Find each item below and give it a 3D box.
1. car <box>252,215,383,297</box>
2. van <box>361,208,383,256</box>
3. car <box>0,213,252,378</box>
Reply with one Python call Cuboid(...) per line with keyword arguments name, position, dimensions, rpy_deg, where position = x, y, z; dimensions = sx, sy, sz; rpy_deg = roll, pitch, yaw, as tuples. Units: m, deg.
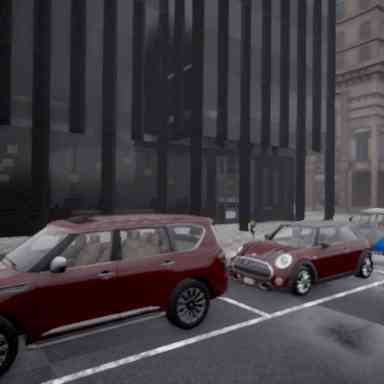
Cuboid(name="car", position=(2.915, 1.509, 8.725), dimensions=(4.097, 1.590, 1.967), rpy_deg=(1, 0, -36))
Cuboid(name="van", position=(7.476, 1.463, 11.979), dimensions=(3.998, 1.788, 1.690), rpy_deg=(1, 0, -36))
Cuboid(name="car", position=(-1.644, 1.331, 5.471), dimensions=(5.009, 1.841, 2.192), rpy_deg=(1, 0, -36))
